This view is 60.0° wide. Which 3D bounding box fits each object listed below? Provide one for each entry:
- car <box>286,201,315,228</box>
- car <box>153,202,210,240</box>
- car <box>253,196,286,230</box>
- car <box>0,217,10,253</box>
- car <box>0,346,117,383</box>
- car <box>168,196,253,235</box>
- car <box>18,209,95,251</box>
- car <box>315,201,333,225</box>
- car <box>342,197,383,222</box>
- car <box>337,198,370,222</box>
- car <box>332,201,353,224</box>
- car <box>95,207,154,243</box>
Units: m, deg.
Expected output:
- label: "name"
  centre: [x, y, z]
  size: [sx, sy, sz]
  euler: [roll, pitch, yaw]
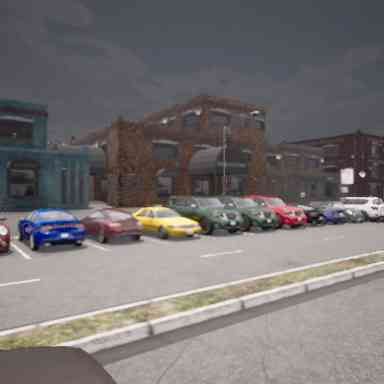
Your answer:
- label: "car"
  centre: [4.951, 1.306, 22.534]
  size: [2.435, 2.045, 5.566]
  euler: [1, 0, -36]
- label: "car"
  centre: [-1.645, 1.490, 17.552]
  size: [1.946, 1.575, 5.366]
  euler: [0, 0, -36]
- label: "car"
  centre: [2.723, 1.277, 20.917]
  size: [2.435, 2.045, 5.566]
  euler: [0, 0, -36]
- label: "car"
  centre: [-8.464, 1.356, 12.869]
  size: [2.185, 1.767, 4.553]
  euler: [0, 0, -36]
- label: "car"
  centre: [-2.716, 1.548, 1.179]
  size: [5.357, 1.411, 2.033]
  euler: [0, 0, -36]
- label: "car"
  centre: [0.491, 1.257, 19.297]
  size: [2.435, 2.045, 5.566]
  euler: [0, 0, -36]
- label: "car"
  centre: [-6.211, 1.482, 14.459]
  size: [2.097, 1.535, 5.008]
  euler: [0, 0, -36]
- label: "car"
  centre: [7.166, 1.589, 24.171]
  size: [2.097, 1.535, 5.008]
  euler: [1, 0, -36]
- label: "car"
  centre: [13.837, 1.477, 29.055]
  size: [2.435, 2.045, 5.566]
  euler: [1, -1, -36]
- label: "car"
  centre: [11.604, 1.552, 27.438]
  size: [2.185, 1.767, 4.553]
  euler: [1, -1, -36]
- label: "car"
  centre: [9.372, 1.662, 25.815]
  size: [2.163, 1.488, 4.792]
  euler: [1, -1, -36]
- label: "car"
  centre: [-3.984, 1.526, 16.080]
  size: [2.002, 1.452, 4.674]
  euler: [0, 0, -36]
